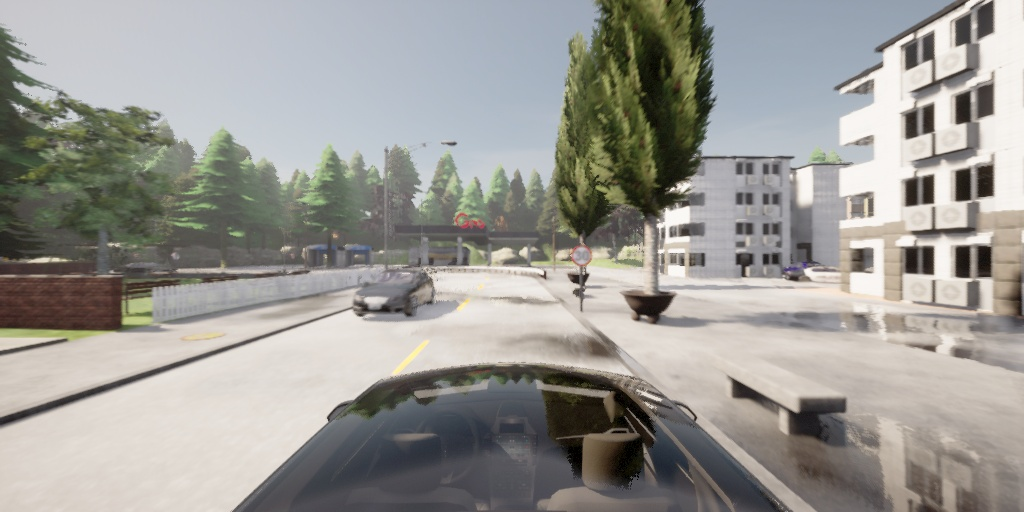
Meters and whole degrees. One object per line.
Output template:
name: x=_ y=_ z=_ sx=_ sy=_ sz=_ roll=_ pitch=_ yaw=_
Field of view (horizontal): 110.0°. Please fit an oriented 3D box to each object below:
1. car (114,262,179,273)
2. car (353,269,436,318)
car: x=-38.522 y=1.352 z=37.791 sx=5.357 sy=1.411 sz=2.033 roll=0 pitch=0 yaw=0
car: x=-4.091 y=1.252 z=13.176 sx=2.128 sy=1.511 sz=4.902 roll=0 pitch=0 yaw=0
